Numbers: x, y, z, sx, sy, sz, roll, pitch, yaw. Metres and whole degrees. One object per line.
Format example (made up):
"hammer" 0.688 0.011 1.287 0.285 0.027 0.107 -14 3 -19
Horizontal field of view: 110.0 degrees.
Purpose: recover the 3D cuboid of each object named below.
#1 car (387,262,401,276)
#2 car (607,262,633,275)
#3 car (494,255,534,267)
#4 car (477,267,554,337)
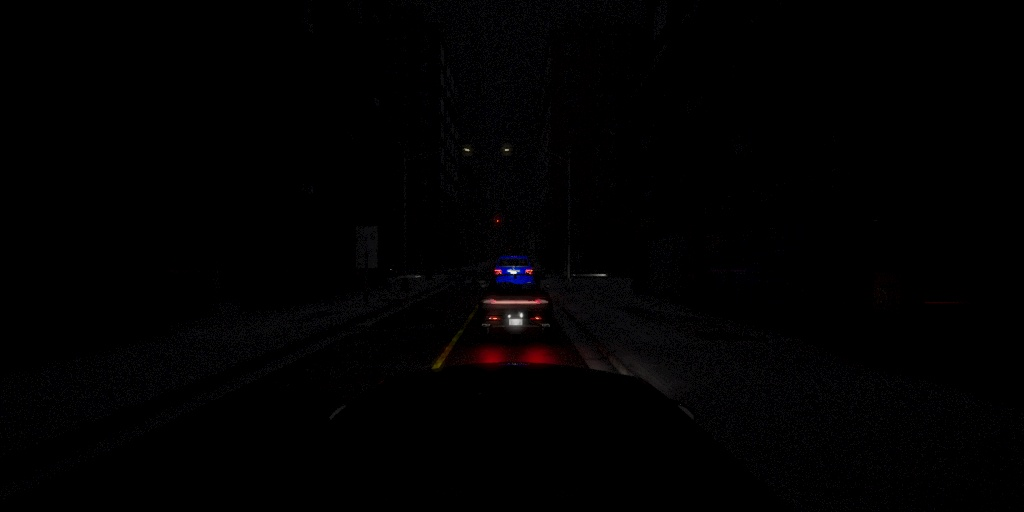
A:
"car" -13.587 1.273 34.830 4.674 1.442 1.812 0 0 -1
"car" 12.166 1.315 37.648 4.181 1.385 1.994 0 0 0
"car" 0.107 0.971 20.630 2.150 2.045 5.566 0 0 1
"car" 0.100 1.241 10.318 2.128 1.511 4.902 0 0 0
